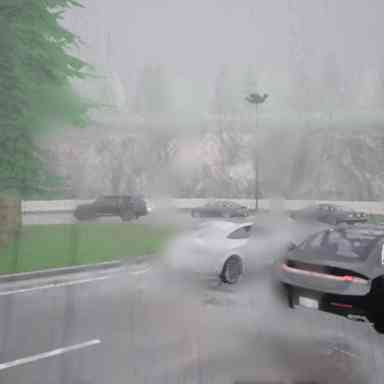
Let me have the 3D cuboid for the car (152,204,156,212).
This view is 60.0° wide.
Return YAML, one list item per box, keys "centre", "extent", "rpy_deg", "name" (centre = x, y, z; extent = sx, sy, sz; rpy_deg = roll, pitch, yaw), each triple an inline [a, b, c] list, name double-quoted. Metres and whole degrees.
- centre: [-5.799, 1.499, 32.147]
  extent: [4.674, 1.442, 1.812]
  rpy_deg: [0, 0, 4]
  name: "car"

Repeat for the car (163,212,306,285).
- centre: [1.249, 1.515, 9.554]
  extent: [1.812, 1.442, 4.674]
  rpy_deg: [0, 0, 45]
  name: "car"

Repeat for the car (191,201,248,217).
- centre: [2.066, 1.462, 26.037]
  extent: [4.902, 1.511, 2.128]
  rpy_deg: [0, 0, 40]
  name: "car"

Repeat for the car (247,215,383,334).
- centre: [3.508, 1.481, 6.805]
  extent: [4.902, 1.511, 2.128]
  rpy_deg: [0, 0, -45]
  name: "car"

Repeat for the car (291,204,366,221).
- centre: [9.198, 1.514, 22.858]
  extent: [2.033, 1.411, 5.357]
  rpy_deg: [0, 0, -26]
  name: "car"

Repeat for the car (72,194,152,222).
- centre: [-6.190, 1.202, 25.464]
  extent: [5.566, 2.045, 2.150]
  rpy_deg: [0, -1, 3]
  name: "car"
